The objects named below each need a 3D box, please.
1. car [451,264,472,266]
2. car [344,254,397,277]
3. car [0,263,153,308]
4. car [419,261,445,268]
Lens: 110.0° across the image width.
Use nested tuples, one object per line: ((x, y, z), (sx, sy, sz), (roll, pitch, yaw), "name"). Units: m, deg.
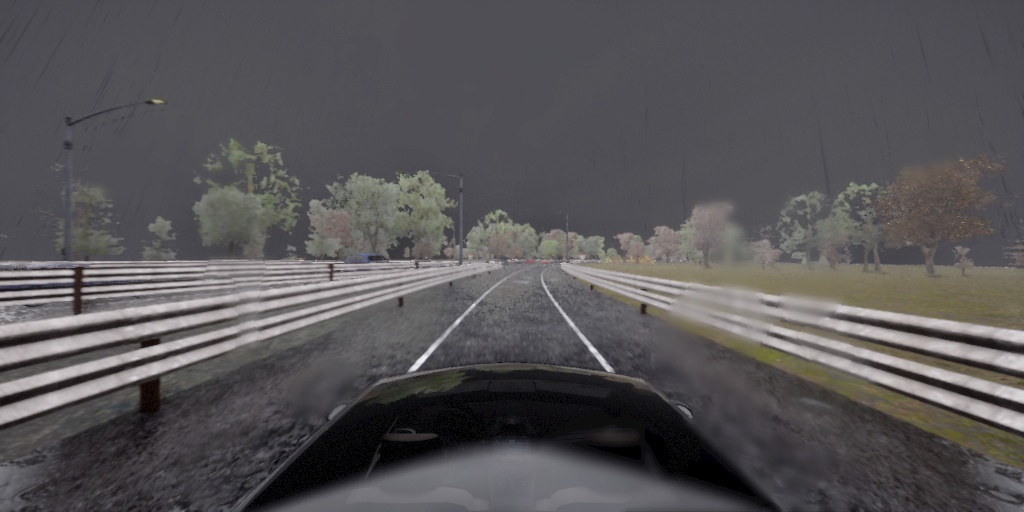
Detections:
((-7.416, 1.397, 52.971), (1.895, 1.301, 4.718), (0, 0, 14), "car")
((-12.407, 0.835, 31.804), (2.150, 2.045, 5.566), (0, 0, 12), "car")
((-16.260, 0.984, 13.233), (1.812, 1.442, 4.674), (0, 0, 11), "car")
((-11.350, 1.373, 51.669), (1.895, 1.301, 4.718), (0, 0, 14), "car")
